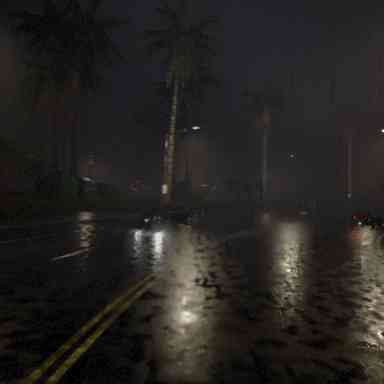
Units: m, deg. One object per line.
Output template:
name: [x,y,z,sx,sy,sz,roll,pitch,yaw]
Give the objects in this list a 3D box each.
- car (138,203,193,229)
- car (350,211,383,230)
car: [-1.594,1.506,21.688,1.837,1.490,4.892,2,-1,26]
car: [15.227,2.386,28.771,1.837,1.490,4.892,0,-3,41]
